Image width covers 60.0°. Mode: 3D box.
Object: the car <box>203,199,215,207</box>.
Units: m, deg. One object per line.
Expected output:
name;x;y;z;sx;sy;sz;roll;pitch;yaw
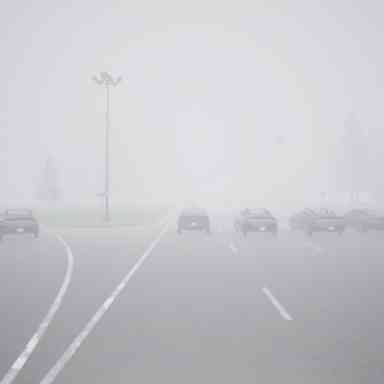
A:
car;3.496;2.179;66.546;1.994;1.385;4.181;0;-1;0

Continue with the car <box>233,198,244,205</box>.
car;10.496;2.048;75.210;1.812;1.442;4.674;0;-1;0

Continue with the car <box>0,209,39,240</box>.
car;-9.583;1.661;18.190;2.128;1.511;4.902;1;-1;-31

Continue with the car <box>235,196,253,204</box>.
car;10.497;1.828;65.520;2.150;2.045;5.566;0;-1;0

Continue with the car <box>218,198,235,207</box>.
car;6.996;2.114;66.640;2.128;1.511;4.902;0;-1;0

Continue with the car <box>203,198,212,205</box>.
car;3.496;2.119;75.243;1.895;1.301;4.718;0;-1;0

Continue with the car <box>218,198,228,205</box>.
car;6.996;2.077;75.226;1.994;1.385;4.181;0;-1;0

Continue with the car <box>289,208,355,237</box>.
car;7.099;1.672;19.356;2.128;1.511;4.902;0;-1;0

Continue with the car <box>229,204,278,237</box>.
car;3.598;1.672;19.356;2.128;1.511;4.902;0;-1;0

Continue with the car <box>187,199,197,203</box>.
car;-0.004;2.116;66.287;1.837;1.490;4.892;0;-1;0

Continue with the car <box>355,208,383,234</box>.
car;10.599;1.716;20.425;1.812;1.442;4.674;0;-1;0

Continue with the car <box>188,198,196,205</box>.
car;-0.004;2.119;75.247;1.895;1.301;4.718;0;-1;0

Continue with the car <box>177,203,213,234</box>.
car;0.099;1.672;20.939;1.882;1.535;5.008;0;-1;0
